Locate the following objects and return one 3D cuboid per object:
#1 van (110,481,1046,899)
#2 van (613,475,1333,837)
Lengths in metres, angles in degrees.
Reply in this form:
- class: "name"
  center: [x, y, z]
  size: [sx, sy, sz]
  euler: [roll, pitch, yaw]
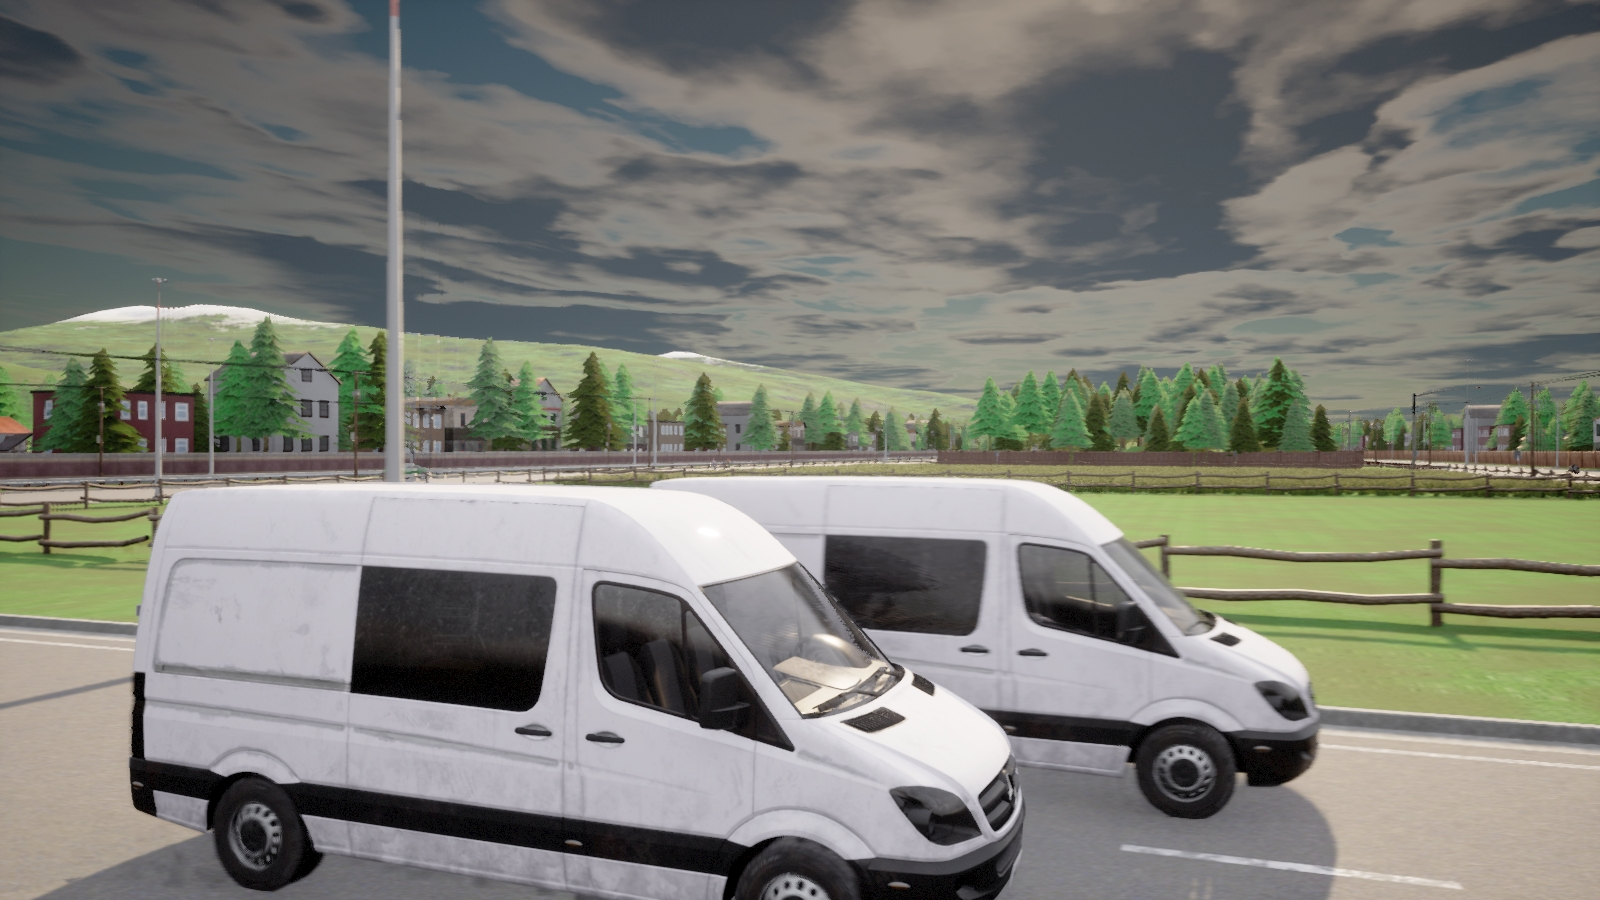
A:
- class: "van"
  center: [-1.506, 1.535, 7.584]
  size: [5.915, 2.561, 1.988]
  euler: [0, 0, 20]
- class: "van"
  center: [1.431, 1.536, 10.241]
  size: [5.915, 2.561, 1.988]
  euler: [0, 0, 20]
